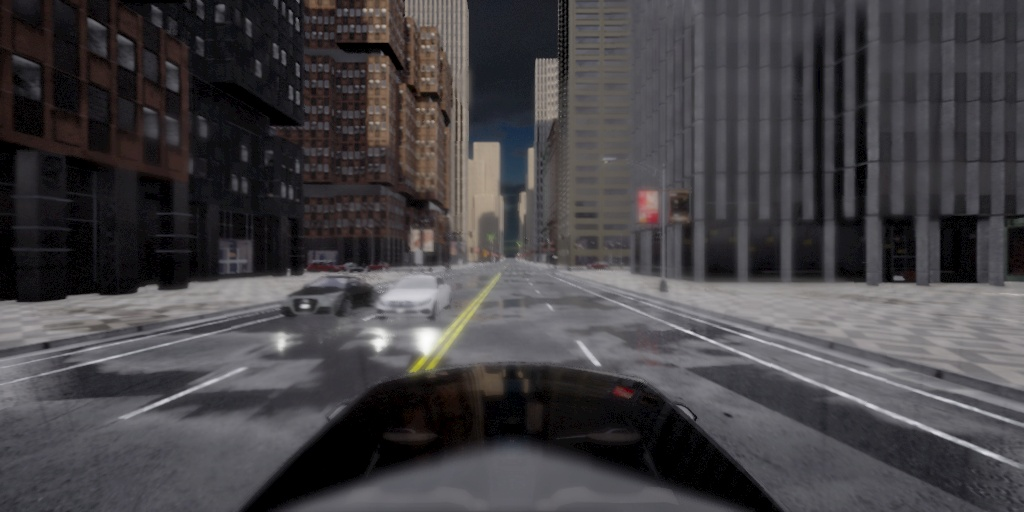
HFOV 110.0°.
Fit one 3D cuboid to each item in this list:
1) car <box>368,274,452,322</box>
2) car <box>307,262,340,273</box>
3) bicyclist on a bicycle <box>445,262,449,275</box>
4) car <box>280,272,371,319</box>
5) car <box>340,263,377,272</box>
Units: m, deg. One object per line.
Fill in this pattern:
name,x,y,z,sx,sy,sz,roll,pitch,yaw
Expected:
car,-3.352,1.416,13.161,1.812,1.442,4.674,0,-1,0
car,-30.161,1.861,57.842,5.009,1.841,2.192,0,0,0
bicyclist on a bicycle,-8.756,1.685,48.279,0.659,1.776,1.843,0,-3,0
car,-6.601,1.458,13.459,1.994,1.385,4.181,0,-1,0
car,-24.735,2.094,57.846,4.313,1.339,1.948,0,0,0
